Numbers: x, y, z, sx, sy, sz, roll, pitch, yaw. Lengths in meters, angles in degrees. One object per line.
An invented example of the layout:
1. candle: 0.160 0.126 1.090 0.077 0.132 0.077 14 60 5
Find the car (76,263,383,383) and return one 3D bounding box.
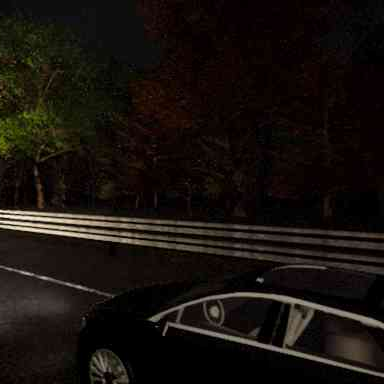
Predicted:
1. car: 0.868 1.495 3.250 4.902 1.511 2.128 0 0 35
